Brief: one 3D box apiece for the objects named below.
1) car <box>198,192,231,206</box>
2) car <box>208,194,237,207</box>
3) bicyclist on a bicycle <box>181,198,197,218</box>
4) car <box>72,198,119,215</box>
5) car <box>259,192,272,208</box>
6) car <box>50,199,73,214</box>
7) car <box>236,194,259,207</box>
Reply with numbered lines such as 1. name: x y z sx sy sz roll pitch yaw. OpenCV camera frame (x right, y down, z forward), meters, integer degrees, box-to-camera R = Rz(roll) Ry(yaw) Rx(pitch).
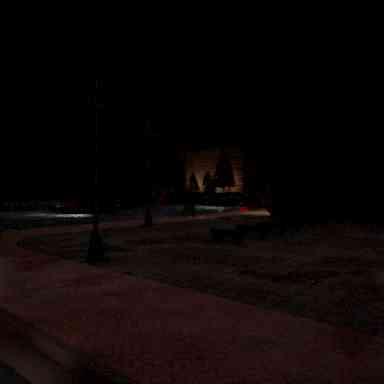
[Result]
1. car: 3.391 1.189 54.212 2.150 2.045 5.566 0 0 41
2. car: 5.048 1.447 50.770 1.882 1.535 5.008 0 0 41
3. bicyclist on a bicycle: -0.270 1.282 26.780 1.656 1.620 0.582 0 0 40
4. car: -9.440 1.534 33.721 1.994 1.385 4.181 0 0 40
5. car: 12.041 1.328 48.022 2.097 1.767 4.553 0 0 41
6. car: -12.508 1.444 35.514 1.882 1.535 5.008 0 0 40
7. car: 9.150 1.478 50.032 1.837 1.490 4.892 0 0 41
